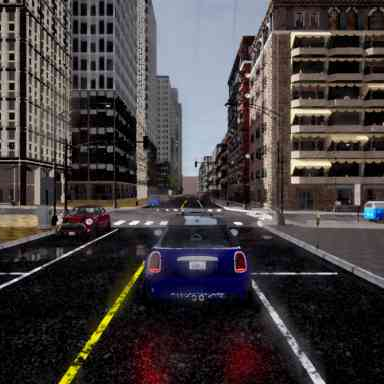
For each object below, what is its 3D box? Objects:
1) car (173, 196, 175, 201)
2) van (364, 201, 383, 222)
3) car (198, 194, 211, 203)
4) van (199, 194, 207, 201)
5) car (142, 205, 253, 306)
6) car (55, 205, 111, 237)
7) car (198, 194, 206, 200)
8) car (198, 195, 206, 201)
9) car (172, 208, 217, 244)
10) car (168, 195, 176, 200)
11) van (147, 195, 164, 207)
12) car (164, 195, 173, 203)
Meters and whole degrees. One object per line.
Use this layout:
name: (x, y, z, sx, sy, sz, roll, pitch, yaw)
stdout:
car: (-5.659, 1.482, 89.080, 1.967, 1.590, 4.097, 0, 0, 0)
van: (16.940, 1.707, 28.474, 3.998, 1.788, 1.690, 1, -1, 0)
car: (2.713, 1.339, 66.875, 2.192, 1.841, 5.009, 0, 0, 0)
van: (2.719, 1.378, 83.528, 1.690, 1.788, 3.998, 0, 0, 0)
car: (0.102, 1.353, 8.167, 2.097, 1.767, 4.553, 0, 0, 0)
car: (-5.685, 1.442, 17.750, 1.967, 1.590, 4.097, 0, 0, 0)
car: (2.723, 1.363, 94.629, 2.192, 1.841, 5.009, 0, 0, 0)
car: (2.722, 1.593, 89.078, 2.008, 1.369, 4.403, 0, 0, 0)
car: (0.106, 1.565, 16.625, 1.994, 1.385, 4.181, 0, 0, 0)
car: (-5.657, 1.573, 94.461, 1.752, 1.417, 4.829, 0, 0, 0)
van: (-5.673, 1.354, 50.224, 1.690, 1.788, 3.998, 0, 0, 0)
car: (-5.665, 1.553, 72.258, 1.752, 1.417, 4.829, 0, 0, 0)
